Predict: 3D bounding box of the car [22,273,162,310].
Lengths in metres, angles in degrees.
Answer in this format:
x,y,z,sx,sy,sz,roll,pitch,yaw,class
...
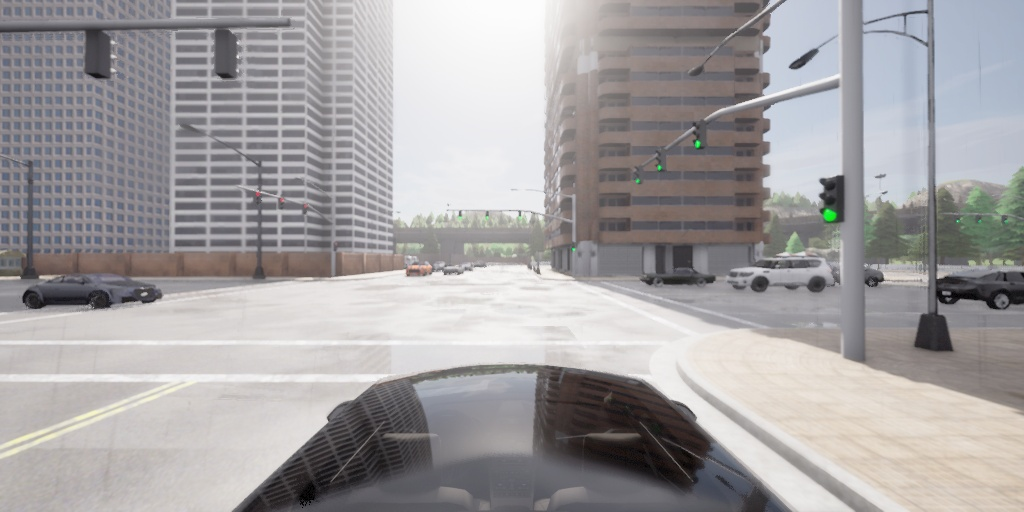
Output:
x,y,z,sx,sy,sz,roll,pitch,yaw,class
-17.242,1.404,14.874,4.181,1.385,1.994,0,0,0,car

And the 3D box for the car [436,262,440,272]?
x,y,z,sx,sy,sz,roll,pitch,yaw,class
-10.590,1.591,52.811,2.128,1.511,4.902,0,0,0,car

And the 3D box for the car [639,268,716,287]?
x,y,z,sx,sy,sz,roll,pitch,yaw,class
11.580,1.513,25.348,4.718,1.301,1.895,0,0,2,car

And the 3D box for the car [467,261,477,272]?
x,y,z,sx,sy,sz,roll,pitch,yaw,class
-7.085,1.667,55.520,2.033,1.411,5.357,0,0,0,car

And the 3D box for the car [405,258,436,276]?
x,y,z,sx,sy,sz,roll,pitch,yaw,class
-10.590,1.372,41.001,2.097,1.767,4.553,0,0,0,car

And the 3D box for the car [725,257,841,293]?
x,y,z,sx,sy,sz,roll,pitch,yaw,class
16.141,1.109,21.790,5.566,2.045,2.150,0,0,0,car

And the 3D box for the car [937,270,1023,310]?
x,y,z,sx,sy,sz,roll,pitch,yaw,class
20.229,1.340,14.679,4.892,1.490,1.837,1,0,0,car

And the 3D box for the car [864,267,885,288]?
x,y,z,sx,sy,sz,roll,pitch,yaw,class
23.103,1.402,25.205,4.902,1.511,2.128,0,0,1,car

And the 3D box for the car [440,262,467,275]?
x,y,z,sx,sy,sz,roll,pitch,yaw,class
-7.084,1.640,43.863,1.895,1.301,4.718,0,0,0,car
